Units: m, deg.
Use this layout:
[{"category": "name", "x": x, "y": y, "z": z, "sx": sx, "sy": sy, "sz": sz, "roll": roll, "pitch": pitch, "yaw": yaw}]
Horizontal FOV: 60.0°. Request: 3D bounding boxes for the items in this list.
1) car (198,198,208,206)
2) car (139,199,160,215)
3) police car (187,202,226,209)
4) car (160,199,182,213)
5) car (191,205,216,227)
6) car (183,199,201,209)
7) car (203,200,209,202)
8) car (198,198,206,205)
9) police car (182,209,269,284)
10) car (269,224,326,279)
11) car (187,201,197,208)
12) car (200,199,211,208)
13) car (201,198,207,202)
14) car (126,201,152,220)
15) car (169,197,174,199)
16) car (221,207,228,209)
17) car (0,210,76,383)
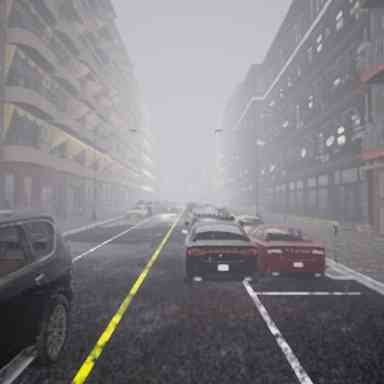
[{"category": "car", "x": 2.563, "y": 2.232, "z": 76.674, "sx": 2.192, "sy": 1.841, "sz": 5.009, "roll": 1, "pitch": -1, "yaw": 0}, {"category": "car", "x": -5.285, "y": 1.734, "z": 38.025, "sx": 2.192, "sy": 1.841, "sz": 5.009, "roll": 2, "pitch": -1, "yaw": 0}, {"category": "police car", "x": 0.828, "y": 1.638, "z": 20.087, "sx": 1.930, "sy": 1.638, "sz": 5.238, "roll": 0, "pitch": -1, "yaw": 0}, {"category": "car", "x": -2.838, "y": 1.974, "z": 43.421, "sx": 2.128, "sy": 1.511, "sz": 4.902, "roll": 0, "pitch": -1, "yaw": 0}, {"category": "car", "x": 0.829, "y": 1.805, "z": 25.978, "sx": 1.812, "sy": 1.442, "sz": 4.674, "roll": 0, "pitch": -1, "yaw": 0}, {"category": "car", "x": 0.008, "y": 2.031, "z": 46.994, "sx": 1.837, "sy": 1.490, "sz": 4.892, "roll": 0, "pitch": -1, "yaw": 0}, {"category": "car", "x": 2.588, "y": 1.969, "z": 37.959, "sx": 2.008, "sy": 1.369, "sz": 4.403, "roll": 1, "pitch": -1, "yaw": 0}, {"category": "car", "x": 2.561, "y": 2.514, "z": 87.735, "sx": 1.967, "sy": 1.590, "sz": 4.097, "roll": 1, "pitch": -1, "yaw": 0}, {"category": "police car", "x": 0.714, "y": 1.529, "z": 10.085, "sx": 1.930, "sy": 1.638, "sz": 5.238, "roll": 0, "pitch": -1, "yaw": 0}, {"category": "car", "x": 2.587, "y": 1.652, "z": 10.306, "sx": 1.887, "sy": 1.381, "sz": 4.507, "roll": 1, "pitch": -1, "yaw": 0}, {"category": "car", "x": 0.007, "y": 2.314, "z": 61.551, "sx": 1.895, "sy": 1.301, "sz": 4.718, "roll": 0, "pitch": -1, "yaw": 0}, {"category": "car", "x": 2.601, "y": 2.207, "z": 65.612, "sx": 1.967, "sy": 1.590, "sz": 4.097, "roll": 1, "pitch": -1, "yaw": 0}, {"category": "car", "x": 2.590, "y": 2.167, "z": 54.549, "sx": 1.887, "sy": 1.381, "sz": 4.507, "roll": 1, "pitch": -1, "yaw": 0}, {"category": "car", "x": -5.291, "y": 1.878, "z": 32.321, "sx": 1.752, "sy": 1.417, "sz": 4.829, "roll": 2, "pitch": -1, "yaw": 0}, {"category": "car", "x": -5.284, "y": 2.083, "z": 65.674, "sx": 2.192, "sy": 1.841, "sz": 5.009, "roll": 1, "pitch": -1, "yaw": 0}, {"category": "car", "x": 2.588, "y": 1.693, "z": 16.008, "sx": 1.752, "sy": 1.417, "sz": 4.829, "roll": 1, "pitch": -1, "yaw": 0}, {"category": "car", "x": -2.847, "y": 1.252, "z": 2.921, "sx": 2.150, "sy": 2.045, "sz": 5.566, "roll": 0, "pitch": -1, "yaw": 0}]
